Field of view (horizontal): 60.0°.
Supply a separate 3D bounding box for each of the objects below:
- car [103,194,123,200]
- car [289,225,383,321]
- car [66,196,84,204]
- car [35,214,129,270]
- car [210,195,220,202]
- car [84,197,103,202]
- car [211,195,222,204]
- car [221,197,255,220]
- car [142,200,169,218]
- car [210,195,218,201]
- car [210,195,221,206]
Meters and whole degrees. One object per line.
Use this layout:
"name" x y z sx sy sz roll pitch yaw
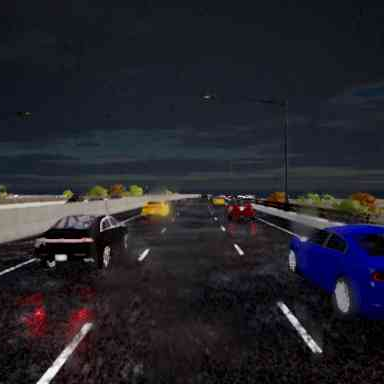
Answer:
"car" -13.077 1.292 56.689 2.097 1.767 4.553 0 0 2
"car" 3.629 1.462 7.358 1.882 1.535 5.008 0 0 0
"car" -20.030 1.444 57.590 1.837 1.490 4.892 0 0 2
"car" -3.348 1.470 10.976 2.128 1.511 4.902 0 0 0
"car" 5.264 1.475 76.525 2.163 1.488 4.792 0 0 3
"car" -16.531 1.503 57.648 1.994 1.385 4.181 0 0 2
"car" 4.803 1.382 65.582 2.033 1.649 4.856 0 0 2
"car" 3.852 1.317 27.544 2.097 1.767 4.553 0 0 1
"car" -3.120 1.440 29.239 1.882 1.535 5.008 0 0 1
"car" 5.791 1.504 87.404 1.837 1.490 4.892 0 0 3
"car" 4.418 1.400 54.855 1.801 1.575 5.366 0 0 2
